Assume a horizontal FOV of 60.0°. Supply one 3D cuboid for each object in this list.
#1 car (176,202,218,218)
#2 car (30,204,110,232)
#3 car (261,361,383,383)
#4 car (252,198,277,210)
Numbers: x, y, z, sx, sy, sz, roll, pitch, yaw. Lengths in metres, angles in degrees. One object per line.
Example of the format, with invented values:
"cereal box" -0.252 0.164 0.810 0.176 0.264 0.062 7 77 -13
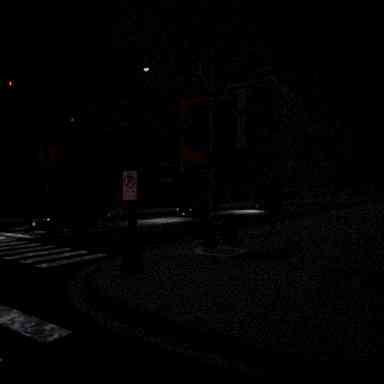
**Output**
"car" 0.529 1.640 31.325 1.895 1.301 4.718 0 0 35
"car" -7.272 1.508 20.281 2.128 1.511 4.902 0 0 35
"car" 2.175 1.551 1.294 4.403 1.369 2.008 0 0 36
"car" 9.704 1.566 44.259 2.128 1.511 4.902 0 0 36
